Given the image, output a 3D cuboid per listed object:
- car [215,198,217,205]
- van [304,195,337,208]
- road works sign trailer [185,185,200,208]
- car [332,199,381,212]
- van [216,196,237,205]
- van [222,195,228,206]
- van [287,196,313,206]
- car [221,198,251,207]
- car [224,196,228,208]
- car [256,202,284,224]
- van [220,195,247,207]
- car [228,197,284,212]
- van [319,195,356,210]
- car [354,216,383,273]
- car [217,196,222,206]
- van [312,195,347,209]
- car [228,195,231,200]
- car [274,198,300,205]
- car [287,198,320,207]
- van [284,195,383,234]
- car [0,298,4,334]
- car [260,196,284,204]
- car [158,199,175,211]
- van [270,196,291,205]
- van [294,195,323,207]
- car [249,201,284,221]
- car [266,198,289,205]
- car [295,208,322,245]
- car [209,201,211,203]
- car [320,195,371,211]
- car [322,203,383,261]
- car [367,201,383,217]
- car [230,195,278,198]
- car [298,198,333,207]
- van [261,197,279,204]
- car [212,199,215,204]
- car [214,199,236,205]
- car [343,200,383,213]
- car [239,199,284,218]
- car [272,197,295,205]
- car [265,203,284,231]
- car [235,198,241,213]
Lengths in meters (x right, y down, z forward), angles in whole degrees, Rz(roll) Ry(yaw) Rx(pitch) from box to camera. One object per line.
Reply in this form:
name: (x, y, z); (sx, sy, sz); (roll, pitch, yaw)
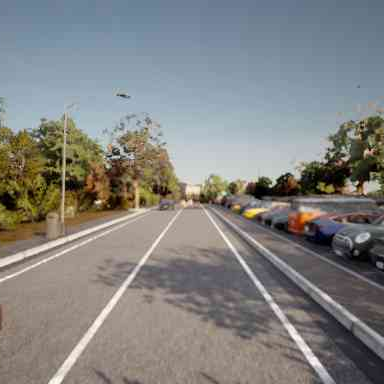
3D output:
car: (7.257, 1.945, 63.524); (4.792, 1.488, 2.163); (0, -1, 0)
van: (20.185, 1.468, 52.349); (4.442, 1.987, 1.878); (0, -1, 0)
road works sign trailer: (0.143, 0.745, 52.821); (2.380, 3.560, 2.880); (0, -1, -1)
car: (20.231, 1.641, 41.134); (5.008, 1.535, 2.097); (0, 0, 0)
van: (7.453, 1.863, 71.854); (4.442, 1.987, 1.878); (0, -1, 0)
van: (7.090, 1.460, 49.666); (4.442, 1.987, 1.878); (0, 0, 0)
van: (20.483, 1.681, 63.276); (4.442, 1.987, 1.878); (0, -1, 0)
car: (7.268, 1.771, 55.190); (4.792, 1.488, 2.163); (0, -1, 0)
car: (7.168, 1.659, 44.113); (5.008, 1.535, 2.097); (0, 0, 0)
car: (7.015, 1.583, 21.904); (4.792, 1.488, 2.163); (0, 0, 0)
van: (7.138, 1.574, 57.978); (4.442, 1.987, 1.878); (0, -1, 0)
car: (6.940, 1.617, 35.785); (5.366, 1.575, 1.946); (0, 0, 0)
van: (20.386, 1.442, 46.799); (4.442, 1.987, 1.878); (0, 0, 0)
car: (6.957, 1.497, 8.022); (4.892, 1.521, 2.231); (0, 0, 0)
car: (7.251, 1.448, 52.442); (5.566, 2.045, 2.435); (0, 0, 0)
van: (20.402, 1.454, 49.444); (4.442, 1.987, 1.878); (0, 0, 0)
car: (7.126, 1.521, 41.337); (4.553, 1.767, 2.185); (0, 0, 0)
car: (20.410, 2.082, 71.707); (5.008, 1.535, 2.097); (0, -1, 0)
car: (20.165, 1.846, 60.503); (5.366, 1.575, 1.946); (0, -1, 0)
van: (7.128, 1.301, 16.352); (4.442, 1.987, 1.878); (0, 0, 0)
car: (-3.348, 1.531, 2.548); (1.812, 1.442, 4.674); (0, 0, 0)
car: (20.523, 2.125, 85.431); (5.566, 2.045, 2.435); (0, -2, 0)
car: (-3.217, 1.684, 43.349); (1.837, 1.490, 4.892); (0, 0, 0)
van: (20.564, 1.970, 77.124); (4.442, 1.987, 1.878); (0, -1, 0)
van: (20.217, 1.566, 57.739); (4.442, 1.987, 1.878); (0, -1, 0)
car: (7.031, 1.597, 24.680); (4.792, 1.488, 2.163); (0, 0, 0)
car: (20.457, 2.254, 79.891); (4.892, 1.521, 2.231); (0, -1, 0)
car: (7.025, 1.543, 13.574); (4.792, 1.488, 2.163); (0, 0, 0)
car: (7.356, 2.012, 80.182); (5.566, 2.045, 2.435); (0, -1, 0)
car: (20.225, 1.403, 44.030); (5.566, 2.045, 2.435); (0, 0, 0)
car: (7.010, 1.378, 10.802); (4.553, 1.767, 2.185); (0, 0, 0)
car: (20.191, 1.642, 32.948); (4.674, 1.452, 2.002); (0, 0, 0)
car: (7.110, 1.508, 38.561); (4.553, 1.767, 2.185); (0, 0, 0)
car: (20.323, 1.733, 54.964); (5.008, 1.535, 2.097); (0, -1, 0)
van: (20.630, 2.228, 88.321); (4.442, 1.987, 1.878); (0, -2, 0)
car: (7.325, 2.031, 69.074); (5.008, 1.535, 2.097); (0, -1, 0)
car: (7.355, 2.187, 74.625); (4.674, 1.452, 2.002); (0, -1, 0)
car: (20.218, 1.668, 38.363); (4.674, 1.452, 2.002); (0, 0, 0)
car: (6.891, 1.577, 27.457); (5.366, 1.575, 1.946); (0, 0, 0)
car: (20.399, 2.012, 74.354); (4.553, 1.767, 2.185); (0, -1, 0)
car: (6.999, 1.570, 19.128); (4.792, 1.488, 2.163); (0, 0, 0)
car: (7.103, 1.608, 33.008); (4.892, 1.521, 2.231); (0, 0, 0)
